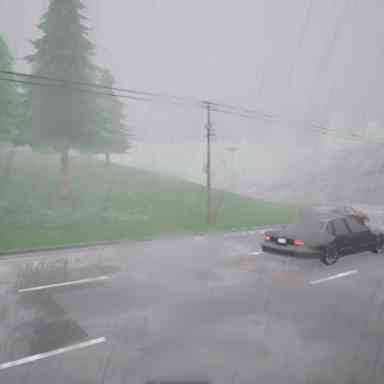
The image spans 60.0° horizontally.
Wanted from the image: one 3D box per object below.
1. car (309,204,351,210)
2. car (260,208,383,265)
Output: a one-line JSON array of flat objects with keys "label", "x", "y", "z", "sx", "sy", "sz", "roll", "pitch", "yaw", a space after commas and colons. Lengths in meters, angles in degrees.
[{"label": "car", "x": 7.918, "y": 1.402, "z": 18.393, "sx": 5.008, "sy": 1.535, "sz": 1.882, "roll": 0, "pitch": 0, "yaw": -39}, {"label": "car", "x": 4.750, "y": 1.502, "z": 11.453, "sx": 5.357, "sy": 1.411, "sz": 2.033, "roll": 0, "pitch": 0, "yaw": -35}]
